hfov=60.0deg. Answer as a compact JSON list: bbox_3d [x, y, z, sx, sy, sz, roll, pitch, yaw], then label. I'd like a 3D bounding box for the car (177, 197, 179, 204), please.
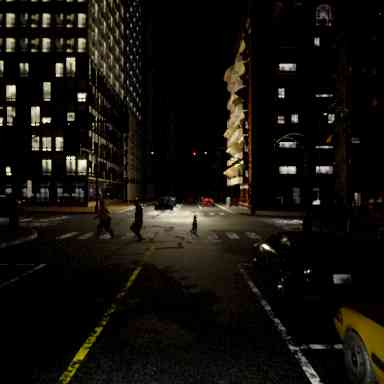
[{"bbox_3d":[-3.411,1.506,51.181,2.128,1.511,4.902,0,0,0],"label":"car"}]

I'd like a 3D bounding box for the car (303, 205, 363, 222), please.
[{"bbox_3d":[11.449,1.813,27.710,4.181,1.385,1.994,1,0,-1],"label":"car"}]

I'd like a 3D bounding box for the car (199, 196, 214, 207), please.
[{"bbox_3d":[2.430,1.595,49.958,1.802,1.307,4.206,0,0,0],"label":"car"}]

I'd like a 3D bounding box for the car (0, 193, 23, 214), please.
[{"bbox_3d":[-17.880,1.029,29.870,5.009,1.841,2.192,1,-1,-1],"label":"car"}]

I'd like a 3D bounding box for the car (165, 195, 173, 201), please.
[{"bbox_3d":[-6.255,1.598,91.064,2.008,1.369,4.403,0,0,0],"label":"car"}]

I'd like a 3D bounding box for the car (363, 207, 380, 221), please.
[{"bbox_3d":[14.453,1.836,30.349,4.829,1.417,1.752,1,-1,-1],"label":"car"}]

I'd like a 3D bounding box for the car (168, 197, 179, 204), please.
[{"bbox_3d":[-3.444,1.624,63.596,1.895,1.301,4.718,0,0,0],"label":"car"}]

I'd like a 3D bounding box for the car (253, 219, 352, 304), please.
[{"bbox_3d":[2.640,1.566,7.935,1.947,1.339,4.313,0,0,0],"label":"car"}]

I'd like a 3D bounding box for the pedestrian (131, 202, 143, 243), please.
[{"bbox_3d":[-2.371,1.295,14.763,0.375,1.860,0.375,0,0,0],"label":"pedestrian"}]

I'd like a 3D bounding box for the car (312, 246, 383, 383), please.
[{"bbox_3d":[2.675,1.525,2.422,1.752,1.417,4.829,0,0,0],"label":"car"}]

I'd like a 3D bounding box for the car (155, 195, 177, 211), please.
[{"bbox_3d":[-3.350,1.360,40.839,2.097,1.767,4.553,0,0,0],"label":"car"}]

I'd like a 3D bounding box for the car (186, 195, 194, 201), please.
[{"bbox_3d":[-0.512,1.396,82.541,2.128,1.511,4.902,0,0,0],"label":"car"}]

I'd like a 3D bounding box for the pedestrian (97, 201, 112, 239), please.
[{"bbox_3d":[-4.217,1.295,15.951,0.375,1.860,0.375,0,0,0],"label":"pedestrian"}]

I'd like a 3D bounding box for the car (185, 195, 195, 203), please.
[{"bbox_3d":[-0.450,1.574,72.539,1.994,1.385,4.181,0,0,0],"label":"car"}]

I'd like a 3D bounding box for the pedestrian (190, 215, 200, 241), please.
[{"bbox_3d":[0.147,1.295,15.380,0.375,1.860,0.375,0,0,0],"label":"pedestrian"}]

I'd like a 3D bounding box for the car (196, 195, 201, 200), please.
[{"bbox_3d":[2.300,1.573,62.874,2.008,1.369,4.403,0,0,0],"label":"car"}]
